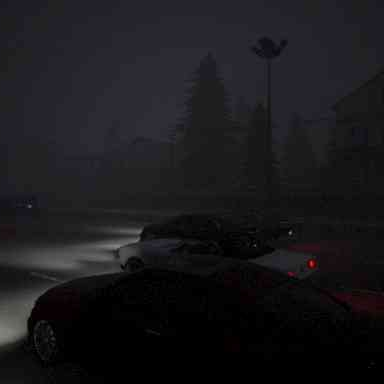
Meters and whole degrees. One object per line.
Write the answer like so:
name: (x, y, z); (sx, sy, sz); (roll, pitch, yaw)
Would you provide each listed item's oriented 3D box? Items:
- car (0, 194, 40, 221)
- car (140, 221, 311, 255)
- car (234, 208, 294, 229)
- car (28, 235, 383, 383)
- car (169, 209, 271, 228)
car: (-14.832, 1.208, 27.478); (5.566, 2.045, 2.150); (0, 0, 36)
car: (0.351, 1.599, 8.043); (4.718, 1.301, 1.895); (0, 0, 36)
car: (2.160, 1.488, 15.351); (4.902, 1.511, 2.128); (0, 0, 36)
car: (-0.091, 1.525, 4.059); (4.674, 1.442, 1.812); (0, 0, 36)
car: (0.181, 1.502, 12.462); (4.892, 1.490, 1.837); (0, 0, 36)
